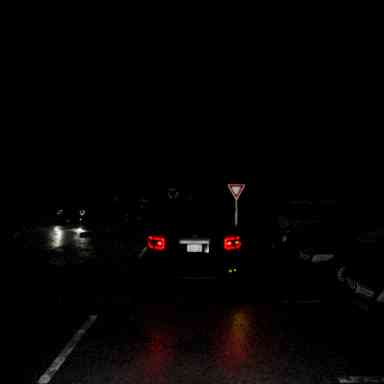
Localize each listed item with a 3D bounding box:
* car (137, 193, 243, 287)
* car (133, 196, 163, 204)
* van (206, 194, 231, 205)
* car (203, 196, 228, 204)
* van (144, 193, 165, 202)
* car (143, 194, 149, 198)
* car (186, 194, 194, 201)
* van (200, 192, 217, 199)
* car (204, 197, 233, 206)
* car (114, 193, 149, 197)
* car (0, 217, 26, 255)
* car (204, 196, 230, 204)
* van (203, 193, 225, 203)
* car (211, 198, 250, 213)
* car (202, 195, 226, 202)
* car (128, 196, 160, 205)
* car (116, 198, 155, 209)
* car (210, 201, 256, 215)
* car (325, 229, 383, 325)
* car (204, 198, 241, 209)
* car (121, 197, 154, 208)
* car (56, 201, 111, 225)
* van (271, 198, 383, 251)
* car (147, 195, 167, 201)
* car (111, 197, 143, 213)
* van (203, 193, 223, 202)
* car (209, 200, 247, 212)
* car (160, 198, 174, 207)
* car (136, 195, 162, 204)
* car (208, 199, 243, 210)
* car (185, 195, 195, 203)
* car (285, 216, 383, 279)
[{"bbox_3d":[0.051,1.184,9.324,2.150,2.045,5.566,0,1,0],"label":"car"},{"bbox_3d":[-8.287,1.484,62.956,5.366,1.575,1.946,0,1,0],"label":"car"},{"bbox_3d":[4.732,1.294,60.296,4.442,1.987,1.878,0,1,0],"label":"van"},{"bbox_3d":[4.629,1.490,65.709,4.792,1.488,2.163,0,0,0],"label":"car"},{"bbox_3d":[-8.387,1.179,74.051,4.442,1.987,1.878,0,0,0],"label":"van"},{"bbox_3d":[-3.969,1.560,39.149,2.150,2.045,5.566,0,1,0],"label":"car"},{"bbox_3d":[-0.479,1.207,79.474,1.882,1.535,5.008,0,0,0],"label":"car"},{"bbox_3d":[4.638,1.074,93.532,4.442,1.987,1.878,0,0,0],"label":"van"},{"bbox_3d":[4.595,1.588,57.405,4.792,1.488,2.163,0,1,0],"label":"car"},{"bbox_3d":[-8.397,1.463,46.299,5.566,2.045,2.435,0,1,0],"label":"car"},{"bbox_3d":[-8.092,1.460,10.934,4.792,1.488,2.163,0,0,0],"label":"car"},{"bbox_3d":[4.636,1.516,63.070,4.792,1.488,2.163,0,1,0],"label":"car"},{"bbox_3d":[4.483,1.213,68.458,4.442,1.987,1.878,0,0,-1],"label":"van"},{"bbox_3d":[4.701,1.666,40.910,4.553,1.767,2.185,0,1,0],"label":"car"},{"bbox_3d":[4.589,1.421,71.246,5.008,1.535,2.097,0,0,0],"label":"car"},{"bbox_3d":[-8.650,1.516,60.302,5.366,1.575,1.946,0,1,0],"label":"car"},{"bbox_3d":[-8.248,1.672,49.079,5.366,1.575,1.946,0,1,0],"label":"car"},{"bbox_3d":[4.672,1.831,38.140,5.008,1.535,2.097,0,1,0],"label":"car"},{"bbox_3d":[5.031,1.506,5.585,4.674,1.452,2.002,0,0,0],"label":"car"},{"bbox_3d":[4.461,1.673,49.096,5.366,1.575,1.946,0,1,0],"label":"car"},{"bbox_3d":[-8.435,1.637,51.855,4.892,1.521,2.231,0,1,0],"label":"car"},{"bbox_3d":[-7.922,1.411,24.102,2.097,1.767,4.553,1,-2,6],"label":"car"},{"bbox_3d":[4.891,1.206,11.042,4.442,1.987,1.878,-1,0,0],"label":"van"},{"bbox_3d":[-8.556,1.389,82.380,4.792,1.488,2.163,0,0,0],"label":"car"},{"bbox_3d":[-8.413,1.754,43.527,5.008,1.535,2.097,0,1,0],"label":"car"},{"bbox_3d":[4.693,1.180,74.015,4.442,1.987,1.878,0,0,0],"label":"van"},{"bbox_3d":[4.633,1.784,43.557,4.792,1.488,2.163,0,1,0],"label":"car"},{"bbox_3d":[-4.001,1.722,54.307,1.895,1.301,4.718,0,1,0],"label":"car"},{"bbox_3d":[-8.486,1.460,65.723,4.892,1.521,2.231,0,1,0],"label":"car"},{"bbox_3d":[4.651,1.755,46.327,4.674,1.452,2.002,0,1,0],"label":"car"},{"bbox_3d":[-0.397,1.459,69.319,1.837,1.490,4.892,0,0,1],"label":"car"},{"bbox_3d":[5.025,1.488,8.370,4.674,1.452,2.002,0,0,0],"label":"car"}]
